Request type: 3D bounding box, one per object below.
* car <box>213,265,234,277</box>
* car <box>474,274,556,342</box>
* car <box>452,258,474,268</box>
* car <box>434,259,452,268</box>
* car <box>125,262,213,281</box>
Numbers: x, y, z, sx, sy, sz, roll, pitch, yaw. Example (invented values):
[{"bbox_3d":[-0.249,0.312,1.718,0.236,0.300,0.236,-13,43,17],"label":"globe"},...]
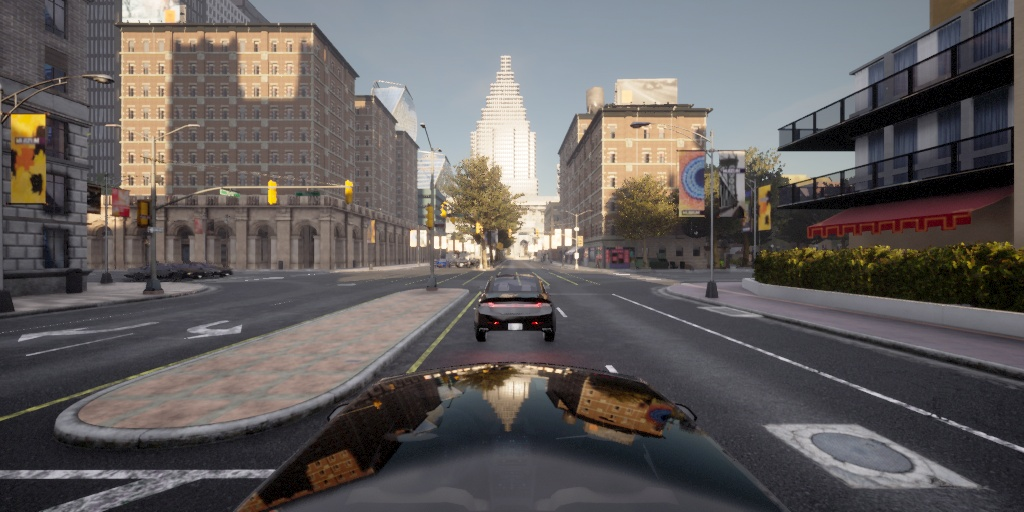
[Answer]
[{"bbox_3d":[-28.682,1.297,32.756,5.357,1.411,2.033,0,0,0],"label":"car"},{"bbox_3d":[0.081,1.241,9.806,2.128,1.511,4.902,0,0,0],"label":"car"},{"bbox_3d":[-8.045,1.241,59.624,2.128,1.511,4.902,0,0,0],"label":"car"},{"bbox_3d":[-11.541,1.227,60.040,1.882,1.535,5.008,0,0,0],"label":"car"},{"bbox_3d":[-28.137,1.297,29.257,5.357,1.411,2.033,0,0,0],"label":"car"}]
